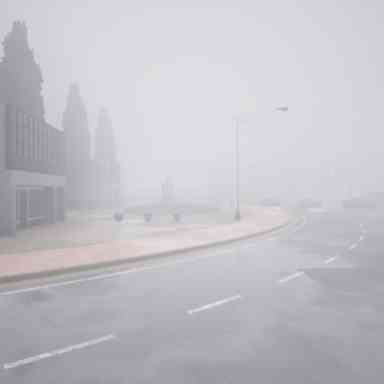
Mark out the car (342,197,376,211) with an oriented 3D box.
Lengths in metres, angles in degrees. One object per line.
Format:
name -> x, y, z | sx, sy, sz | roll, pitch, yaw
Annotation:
car -> 19.295, 1.338, 38.756 | 2.128, 1.511, 4.902 | 0, 0, -3

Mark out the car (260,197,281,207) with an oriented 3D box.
car -> 11.371, 1.417, 48.303 | 1.994, 1.385, 4.181 | 0, 0, -5

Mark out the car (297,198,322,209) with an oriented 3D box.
car -> 15.256, 1.415, 43.308 | 1.994, 1.385, 4.181 | 0, 0, -4
